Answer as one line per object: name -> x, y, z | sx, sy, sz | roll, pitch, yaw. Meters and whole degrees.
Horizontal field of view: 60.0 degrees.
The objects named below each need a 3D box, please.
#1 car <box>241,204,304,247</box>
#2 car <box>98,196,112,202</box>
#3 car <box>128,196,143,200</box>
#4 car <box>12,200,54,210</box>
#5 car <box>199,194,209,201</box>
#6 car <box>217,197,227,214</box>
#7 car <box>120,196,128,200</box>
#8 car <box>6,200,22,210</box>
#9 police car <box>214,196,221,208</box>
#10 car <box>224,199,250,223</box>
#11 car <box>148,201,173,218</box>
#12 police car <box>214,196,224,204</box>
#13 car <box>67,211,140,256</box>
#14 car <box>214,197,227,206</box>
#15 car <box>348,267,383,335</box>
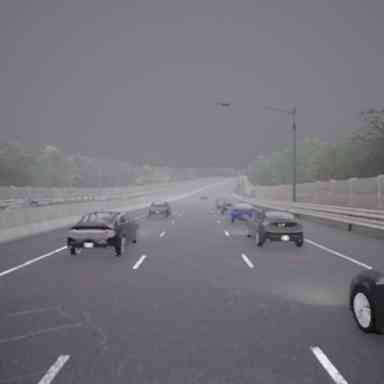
car -> 3.616, 1.523, 15.176 | 1.837, 1.490, 4.892 | 0, 0, 1
car -> -18.736, 1.592, 72.064 | 1.882, 1.535, 5.008 | 0, 0, 3
car -> -11.753, 1.728, 71.583 | 1.895, 1.301, 4.718 | 0, 0, 3
car -> -13.672, 1.656, 29.922 | 1.895, 1.301, 4.718 | 0, 0, 2
car -> 2.792, 1.443, 80.165 | 1.837, 1.490, 4.892 | 0, 0, 4
car -> 4.130, 1.628, 36.964 | 1.837, 1.490, 4.892 | 0, 0, 2
car -> -15.000, 1.586, 75.713 | 1.837, 1.490, 4.892 | 0, 0, 4
car -> -17.045, 1.577, 34.186 | 1.837, 1.490, 4.892 | 0, 0, 2
police car -> 4.539, 1.684, 47.850 | 2.038, 1.542, 4.974 | 0, 0, 2
car -> 3.822, 1.538, 26.071 | 1.882, 1.535, 5.008 | 0, 0, 1
car -> -2.929, 1.570, 31.377 | 2.128, 1.511, 4.902 | 0, 0, 2
police car -> 5.664, 1.609, 69.713 | 1.930, 1.638, 5.238 | 0, 0, 3
car -> -3.297, 1.499, 13.132 | 2.128, 1.511, 4.902 | 0, 0, 1
car -> 5.046, 1.690, 58.730 | 2.128, 1.511, 4.902 | 0, 0, 3
car -> 3.624, 1.504, 3.866 | 1.837, 1.490, 4.892 | 0, -1, 0
